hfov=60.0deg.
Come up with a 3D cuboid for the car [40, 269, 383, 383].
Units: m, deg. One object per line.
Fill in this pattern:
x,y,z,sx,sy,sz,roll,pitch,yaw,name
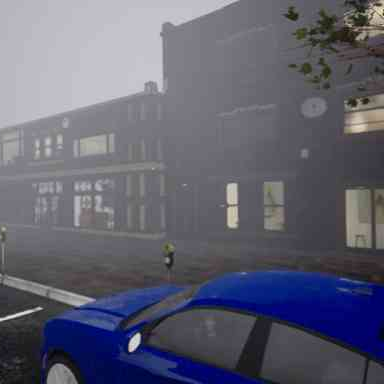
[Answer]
0.621,1.488,2.984,5.008,1.535,1.882,-1,0,35,car
